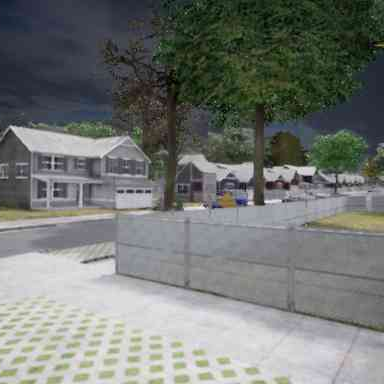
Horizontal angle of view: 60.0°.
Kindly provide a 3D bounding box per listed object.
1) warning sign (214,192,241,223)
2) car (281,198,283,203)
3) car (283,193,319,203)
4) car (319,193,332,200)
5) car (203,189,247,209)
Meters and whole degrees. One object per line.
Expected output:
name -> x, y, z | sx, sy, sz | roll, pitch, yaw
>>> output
warning sign -> 2.200, 0.932, 20.649 | 1.300, 1.860, 1.060 | 1, 1, 35
car -> 14.170, 0.926, 46.628 | 2.033, 1.411, 5.357 | 2, 2, 35
car -> 13.325, 0.965, 40.616 | 2.128, 1.511, 4.902 | 2, 2, 36
car -> 19.307, 0.844, 49.114 | 1.812, 1.442, 4.674 | 2, 2, 35
car -> 3.248, 0.792, 31.383 | 2.150, 2.045, 5.566 | 2, 2, 35
